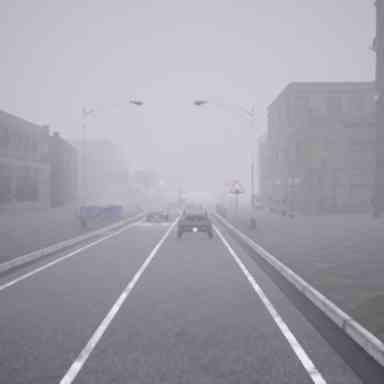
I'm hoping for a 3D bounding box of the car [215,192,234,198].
[{"bbox_3d":[8.490,0.784,87.619,4.674,1.452,2.002,0,2,0],"label":"car"}]

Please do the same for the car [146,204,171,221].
[{"bbox_3d":[-2.900,1.785,29.681,1.812,1.442,4.674,0,-1,0],"label":"car"}]

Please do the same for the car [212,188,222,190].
[{"bbox_3d":[8.433,0.524,90.367,4.553,1.767,2.185,0,2,0],"label":"car"}]

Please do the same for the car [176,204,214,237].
[{"bbox_3d":[0.165,1.648,18.871,1.837,1.490,4.892,0,-1,0],"label":"car"}]

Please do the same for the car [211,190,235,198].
[{"bbox_3d":[8.323,0.839,84.860,5.366,1.575,1.946,0,2,0],"label":"car"}]

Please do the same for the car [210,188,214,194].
[{"bbox_3d":[8.471,0.308,93.117,5.566,2.045,2.435,0,2,0],"label":"car"}]
